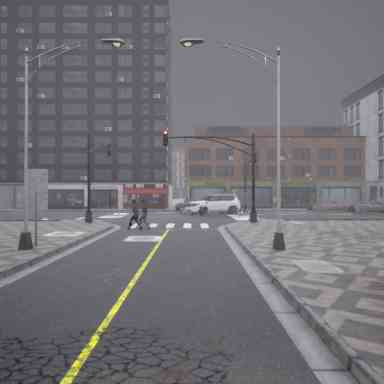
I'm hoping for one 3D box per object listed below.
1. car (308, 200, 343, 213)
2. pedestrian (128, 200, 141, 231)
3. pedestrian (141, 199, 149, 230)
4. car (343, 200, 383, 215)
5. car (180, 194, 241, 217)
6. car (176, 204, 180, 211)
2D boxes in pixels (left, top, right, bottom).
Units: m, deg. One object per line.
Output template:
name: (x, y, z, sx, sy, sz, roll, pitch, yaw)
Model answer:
car: (15.165, 1.583, 37.123, 4.181, 1.385, 1.994, 0, 0, 0)
pedestrian: (-3.295, 1.301, 18.918, 0.375, 1.860, 0.375, 0, 0, 0)
pedestrian: (-2.888, 1.301, 19.600, 0.375, 1.860, 0.375, 0, 0, 0)
car: (18.213, 1.550, 33.866, 4.181, 1.385, 1.994, 0, 0, 0)
car: (2.047, 1.224, 32.030, 5.566, 2.045, 2.150, 0, -2, -28)
car: (0.667, 1.525, 37.155, 5.008, 1.535, 1.882, 0, 0, 0)
